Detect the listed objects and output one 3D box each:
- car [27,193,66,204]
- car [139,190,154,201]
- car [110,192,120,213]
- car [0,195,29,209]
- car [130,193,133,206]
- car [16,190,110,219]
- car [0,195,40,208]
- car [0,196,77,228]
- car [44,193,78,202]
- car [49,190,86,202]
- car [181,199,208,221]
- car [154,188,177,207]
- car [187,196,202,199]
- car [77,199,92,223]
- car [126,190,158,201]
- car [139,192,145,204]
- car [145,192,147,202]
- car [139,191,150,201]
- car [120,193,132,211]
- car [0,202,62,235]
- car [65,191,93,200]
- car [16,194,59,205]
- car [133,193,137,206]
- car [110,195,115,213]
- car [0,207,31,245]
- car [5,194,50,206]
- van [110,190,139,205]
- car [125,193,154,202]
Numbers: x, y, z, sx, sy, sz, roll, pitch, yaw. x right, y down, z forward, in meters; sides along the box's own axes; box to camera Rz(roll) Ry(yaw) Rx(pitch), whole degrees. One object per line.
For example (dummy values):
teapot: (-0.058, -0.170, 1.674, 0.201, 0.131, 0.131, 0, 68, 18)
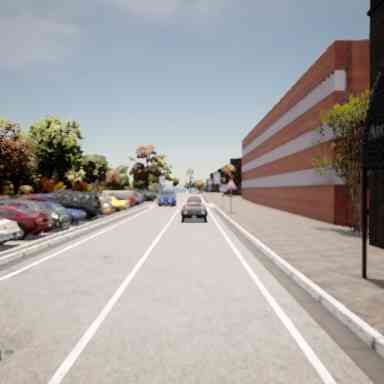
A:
car: (-21.772, 0.991, 49.824, 4.892, 1.521, 2.231, 0, 1, 0)
car: (-9.188, 0.916, 55.525, 5.008, 1.535, 2.097, 0, 1, 0)
car: (-9.287, 1.116, 30.094, 4.553, 1.767, 2.185, 0, 1, 0)
car: (-21.808, 1.135, 38.406, 5.008, 1.535, 2.097, 0, 1, 0)
car: (-9.427, 1.166, 35.747, 5.366, 1.575, 1.946, 0, 1, 0)
car: (-9.297, 1.062, 24.441, 5.566, 2.045, 2.435, 0, 1, 0)
car: (-21.825, 1.127, 41.354, 4.792, 1.488, 2.163, 0, 1, 0)
car: (-9.314, 1.259, 18.792, 4.553, 1.767, 2.185, 0, 1, 0)
car: (-21.773, 0.916, 55.471, 4.892, 1.521, 2.231, 0, 1, 0)
car: (-21.732, 0.627, 58.167, 5.566, 2.045, 2.435, 0, 1, 0)
car: (0.175, 1.441, 25.276, 1.895, 1.301, 4.718, 0, 1, 0)
car: (-3.138, 0.681, 43.082, 2.150, 2.045, 5.566, 0, 7, 0)
car: (0.293, 1.149, 41.414, 1.994, 1.385, 4.181, 0, 4, 1)
car: (-9.279, 1.389, 21.620, 4.674, 1.452, 2.002, 0, 1, 0)
car: (-9.151, 0.585, 61.173, 5.566, 2.045, 2.435, 0, 1, 0)
car: (-9.192, 1.092, 44.223, 4.792, 1.488, 2.163, 0, 1, 0)
car: (-9.217, 1.066, 47.049, 4.674, 1.452, 2.002, 0, 1, 0)
car: (-9.205, 1.030, 49.875, 4.674, 1.452, 2.002, 0, 1, 0)
car: (-9.063, 1.202, 32.921, 5.366, 1.575, 1.946, 0, 1, 0)
car: (-9.284, 1.420, 15.968, 5.008, 1.535, 2.097, 0, 1, 0)
car: (-21.683, 0.663, 63.948, 4.553, 1.767, 2.185, 0, 0, 0)
car: (-21.778, 1.026, 47.000, 5.008, 1.535, 2.097, 0, 1, 0)
car: (-9.232, 1.174, 38.573, 4.674, 1.452, 2.002, 0, 1, 0)
car: (-9.448, 1.274, 27.271, 5.366, 1.575, 1.946, 0, 1, 0)
car: (-9.294, 1.496, 13.143, 4.674, 1.452, 2.002, 0, 1, 0)
car: (-21.785, 1.062, 44.177, 5.008, 1.535, 2.097, 0, 1, 0)
van: (-9.345, 0.872, 41.395, 4.442, 1.987, 1.878, 0, 1, 0)
car: (-9.184, 0.916, 58.352, 4.674, 1.452, 2.002, 0, 1, 0)
